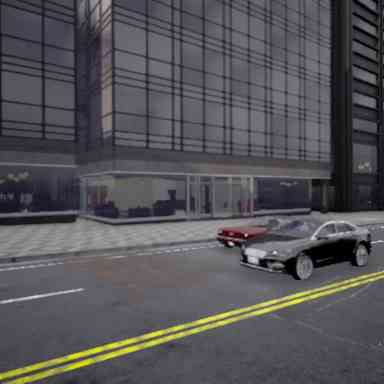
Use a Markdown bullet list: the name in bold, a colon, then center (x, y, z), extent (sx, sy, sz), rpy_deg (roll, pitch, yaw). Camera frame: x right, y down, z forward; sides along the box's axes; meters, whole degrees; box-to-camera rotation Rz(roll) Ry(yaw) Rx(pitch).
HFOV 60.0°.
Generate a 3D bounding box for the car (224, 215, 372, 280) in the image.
- **car**: center (3.618, 1.558, 10.235), extent (4.902, 1.511, 2.128), rpy_deg (1, 0, -36)

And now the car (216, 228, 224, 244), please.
- **car**: center (3.290, 1.681, 13.987), extent (4.718, 1.301, 1.895), rpy_deg (0, 0, -36)
